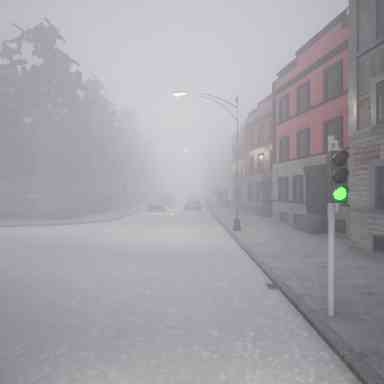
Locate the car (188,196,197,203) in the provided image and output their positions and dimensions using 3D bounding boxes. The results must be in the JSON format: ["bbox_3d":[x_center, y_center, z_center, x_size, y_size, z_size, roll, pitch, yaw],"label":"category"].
[{"bbox_3d":[0.111,1.515,69.759,1.837,1.490,4.892,0,0,0],"label":"car"}]

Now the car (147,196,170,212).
[{"bbox_3d":[-4.094,1.553,39.327,2.033,1.411,5.357,0,0,0],"label":"car"}]

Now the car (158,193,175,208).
[{"bbox_3d":[-4.087,1.229,49.515,2.150,2.045,5.566,0,0,0],"label":"car"}]

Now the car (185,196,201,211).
[{"bbox_3d":[0.107,1.570,41.382,1.994,1.385,4.181,0,0,0],"label":"car"}]
